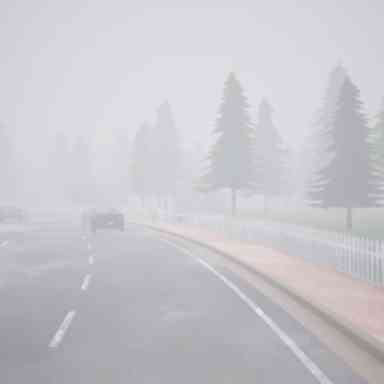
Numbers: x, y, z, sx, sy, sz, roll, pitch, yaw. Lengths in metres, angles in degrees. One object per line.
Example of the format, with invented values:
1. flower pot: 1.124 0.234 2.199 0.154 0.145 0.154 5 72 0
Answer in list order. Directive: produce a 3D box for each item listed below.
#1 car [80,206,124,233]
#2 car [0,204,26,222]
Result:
1. car: -5.742 1.615 20.990 1.882 1.535 5.008 0 0 -28
2. car: -16.755 1.825 29.775 5.357 1.411 2.033 -1 0 42
